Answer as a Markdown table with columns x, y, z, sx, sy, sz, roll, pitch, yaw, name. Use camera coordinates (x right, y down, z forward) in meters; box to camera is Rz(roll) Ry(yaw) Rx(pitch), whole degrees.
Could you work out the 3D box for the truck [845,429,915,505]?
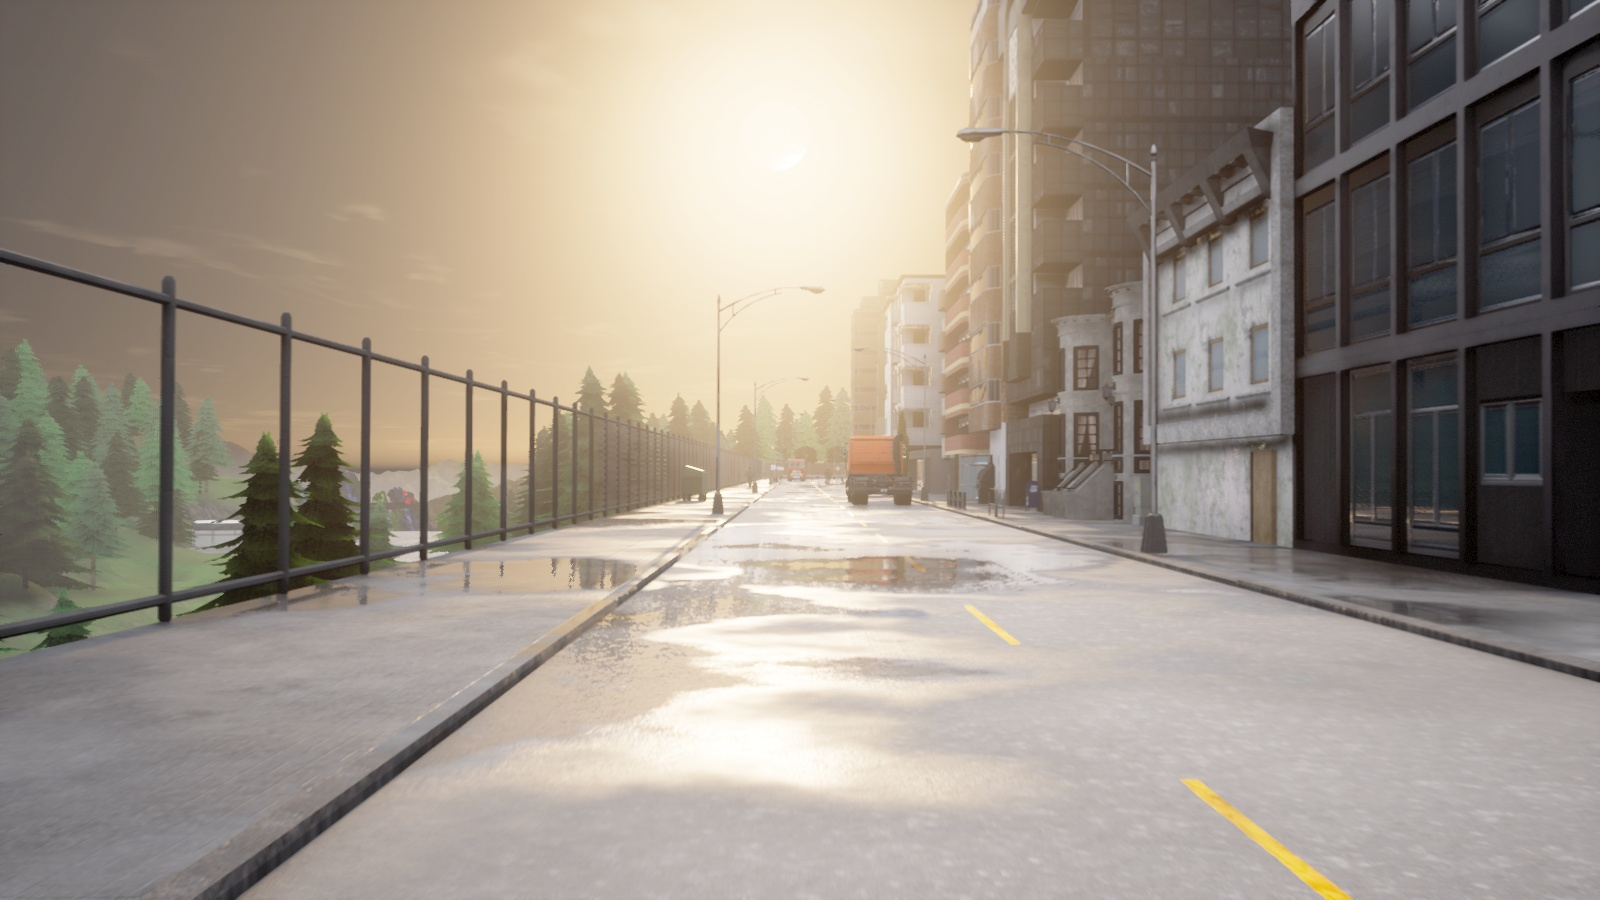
| x | y | z | sx | sy | sz | roll | pitch | yaw | name |
| --- | --- | --- | --- | --- | --- | --- | --- | --- | --- |
| 3.824 | 0.847 | 61.494 | 2.891 | 3.462 | 7.936 | 0 | -1 | 0 | truck |
